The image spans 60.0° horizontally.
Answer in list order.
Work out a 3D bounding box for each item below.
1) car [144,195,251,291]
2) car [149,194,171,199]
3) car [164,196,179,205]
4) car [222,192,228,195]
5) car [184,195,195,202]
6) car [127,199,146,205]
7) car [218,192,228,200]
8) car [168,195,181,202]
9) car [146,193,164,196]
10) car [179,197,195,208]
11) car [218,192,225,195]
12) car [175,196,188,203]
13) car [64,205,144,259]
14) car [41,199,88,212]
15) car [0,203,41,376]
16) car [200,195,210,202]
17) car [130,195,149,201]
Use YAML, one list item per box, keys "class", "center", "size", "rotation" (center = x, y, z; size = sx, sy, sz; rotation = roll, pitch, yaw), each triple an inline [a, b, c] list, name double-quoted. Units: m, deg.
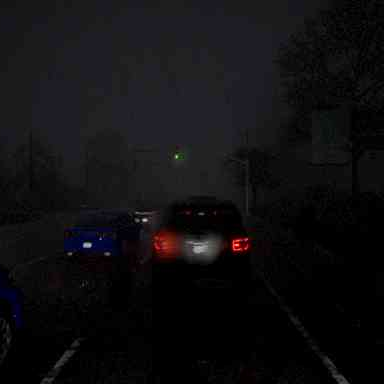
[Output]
- class: "car"
  center: [0.252, 1.221, 9.192]
  size: [2.150, 2.045, 5.566]
  rotation: [0, 0, 1]
- class: "car"
  center: [-4.495, 1.477, 48.612]
  size: [1.882, 1.535, 5.008]
  rotation: [0, 0, 6]
- class: "car"
  center: [-3.460, 1.526, 57.872]
  size: [1.812, 1.442, 4.674]
  rotation: [0, 0, 7]
- class: "car"
  center: [6.596, 1.350, 78.424]
  size: [2.097, 1.767, 4.553]
  rotation: [0, 0, 10]
- class: "car"
  center: [-0.550, 1.478, 78.121]
  size: [1.882, 1.535, 5.008]
  rotation: [0, 0, 9]
- class: "car"
  center: [-2.758, 1.492, 22.736]
  size: [2.128, 1.511, 4.902]
  rotation: [0, 0, 3]
- class: "car"
  center: [8.382, 1.093, 88.590]
  size: [2.150, 2.045, 5.566]
  rotation: [0, 0, 11]
- class: "car"
  center: [-4.066, 1.525, 78.304]
  size: [2.128, 1.511, 4.902]
  rotation: [0, 0, 9]
- class: "car"
  center: [-7.001, 1.221, 57.779]
  size: [2.150, 2.045, 5.566]
  rotation: [0, 0, 7]
- class: "car"
  center: [-0.661, 1.525, 48.671]
  size: [1.812, 1.442, 4.674]
  rotation: [0, 0, 5]
- class: "car"
  center: [0.609, 1.223, 19.886]
  size: [2.150, 2.045, 5.566]
  rotation: [0, 0, 2]
- class: "car"
  center: [-2.111, 1.564, 67.862]
  size: [1.994, 1.385, 4.181]
  rotation: [0, 0, 9]
- class: "car"
  center: [-3.154, 1.478, 12.724]
  size: [1.882, 1.535, 5.008]
  rotation: [0, 0, 2]
- class: "car"
  center: [-14.488, 1.548, 37.345]
  size: [5.357, 1.411, 2.033]
  rotation: [0, 0, 2]
- class: "car"
  center: [-3.363, 1.221, 2.144]
  size: [2.150, 2.045, 5.566]
  rotation: [0, 0, 0]
- class: "car"
  center: [3.129, 1.524, 78.902]
  size: [1.812, 1.442, 4.674]
  rotation: [0, 0, 10]
- class: "car"
  center: [-8.026, 1.564, 48.479]
  size: [1.994, 1.385, 4.181]
  rotation: [0, 0, 6]
